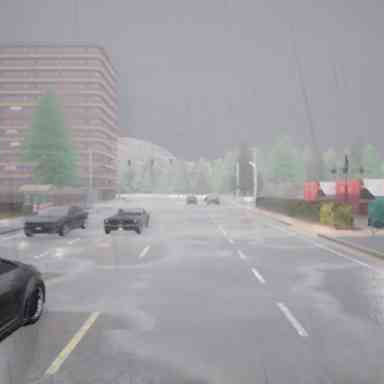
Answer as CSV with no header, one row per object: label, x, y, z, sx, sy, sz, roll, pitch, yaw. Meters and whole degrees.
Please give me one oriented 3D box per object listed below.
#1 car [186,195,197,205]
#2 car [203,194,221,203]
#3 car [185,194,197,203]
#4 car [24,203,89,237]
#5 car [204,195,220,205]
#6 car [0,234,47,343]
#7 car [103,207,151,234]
car,-0.018,1.377,55.054,2.033,1.411,5.357,0,0,0
car,3.798,1.238,65.170,1.882,1.535,5.008,0,1,-16
car,-0.117,1.249,65.463,2.128,1.511,4.902,0,1,1
car,-7.028,1.407,17.758,1.882,1.535,5.008,0,0,0
car,3.480,1.350,55.090,1.812,1.442,4.674,0,0,0
car,-3.589,1.546,4.246,1.994,1.385,4.181,0,0,0
car,-3.520,1.528,18.672,1.895,1.301,4.718,0,0,0
